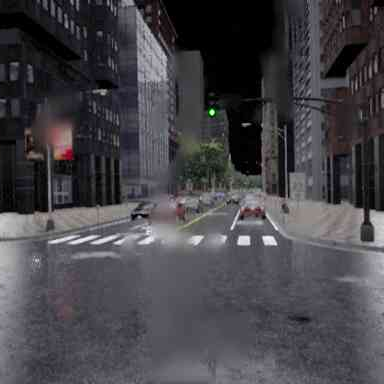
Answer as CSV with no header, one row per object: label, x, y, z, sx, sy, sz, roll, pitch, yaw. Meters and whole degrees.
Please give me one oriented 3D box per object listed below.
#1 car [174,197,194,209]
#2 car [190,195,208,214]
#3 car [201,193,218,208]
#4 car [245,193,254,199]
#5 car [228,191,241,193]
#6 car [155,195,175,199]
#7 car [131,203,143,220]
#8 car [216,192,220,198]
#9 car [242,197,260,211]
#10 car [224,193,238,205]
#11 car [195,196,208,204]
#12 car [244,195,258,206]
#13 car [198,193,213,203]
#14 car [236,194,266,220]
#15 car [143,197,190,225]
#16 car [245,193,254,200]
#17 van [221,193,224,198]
car,-0.970,1.417,43.449,1.752,1.417,4.829,-1,0,10
car,0.101,1.387,33.697,1.837,1.490,4.892,-1,0,9
car,1.949,1.334,44.553,1.837,1.490,4.892,-1,0,10
car,14.711,1.079,84.976,2.008,1.369,4.403,-1,0,10
car,8.134,1.172,62.680,2.128,1.511,4.902,-1,0,10
car,-2.759,1.258,32.917,2.192,1.841,5.009,-1,0,10
car,-3.659,1.536,27.568,1.947,1.339,4.313,-1,0,10
car,4.491,1.061,75.715,2.192,1.841,5.009,-1,0,10
car,6.556,1.324,36.838,1.802,1.307,4.206,-1,0,10
car,6.471,1.325,52.853,1.895,1.301,4.718,-1,0,10
car,1.779,1.398,59.666,1.802,1.307,4.206,-1,0,10
car,8.368,1.235,47.535,1.887,1.381,4.507,-1,0,10
car,2.679,1.107,65.016,2.192,1.841,5.009,-1,0,10
car,4.741,1.236,26.141,1.967,1.590,4.097,-1,0,10
car,-1.635,1.411,23.528,1.882,1.535,5.008,-1,0,9
car,12.896,1.012,74.279,1.967,1.590,4.097,-1,0,10
van,7.212,1.022,91.765,1.690,1.788,3.998,-1,0,10
